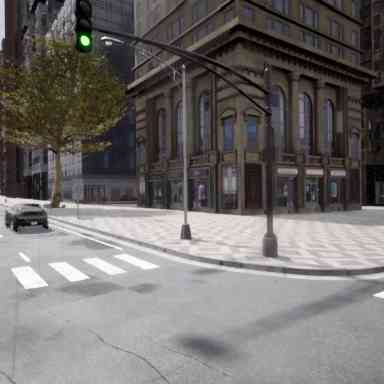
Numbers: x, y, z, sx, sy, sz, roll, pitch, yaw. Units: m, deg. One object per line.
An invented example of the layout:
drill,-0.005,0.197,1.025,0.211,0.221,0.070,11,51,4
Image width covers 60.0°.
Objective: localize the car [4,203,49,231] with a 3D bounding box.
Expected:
car,-10.112,1.454,20.266,1.837,1.490,4.892,-1,1,-36
